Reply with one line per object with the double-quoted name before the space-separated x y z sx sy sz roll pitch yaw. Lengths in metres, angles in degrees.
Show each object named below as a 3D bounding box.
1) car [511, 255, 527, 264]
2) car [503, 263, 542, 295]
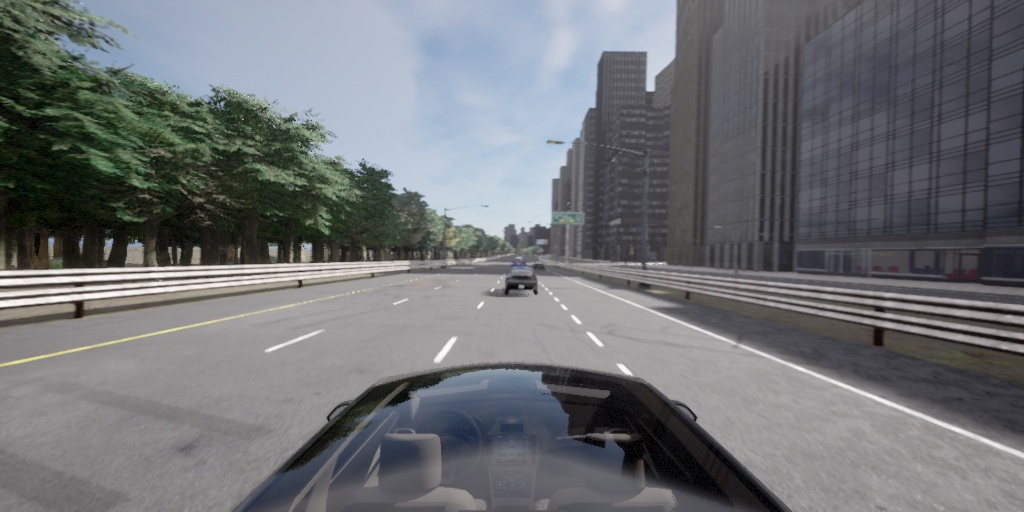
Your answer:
"car" 1.031 1.328 53.095 2.150 2.045 5.566 1 0 1
"car" 0.553 1.410 21.540 1.837 1.490 4.892 1 0 1
